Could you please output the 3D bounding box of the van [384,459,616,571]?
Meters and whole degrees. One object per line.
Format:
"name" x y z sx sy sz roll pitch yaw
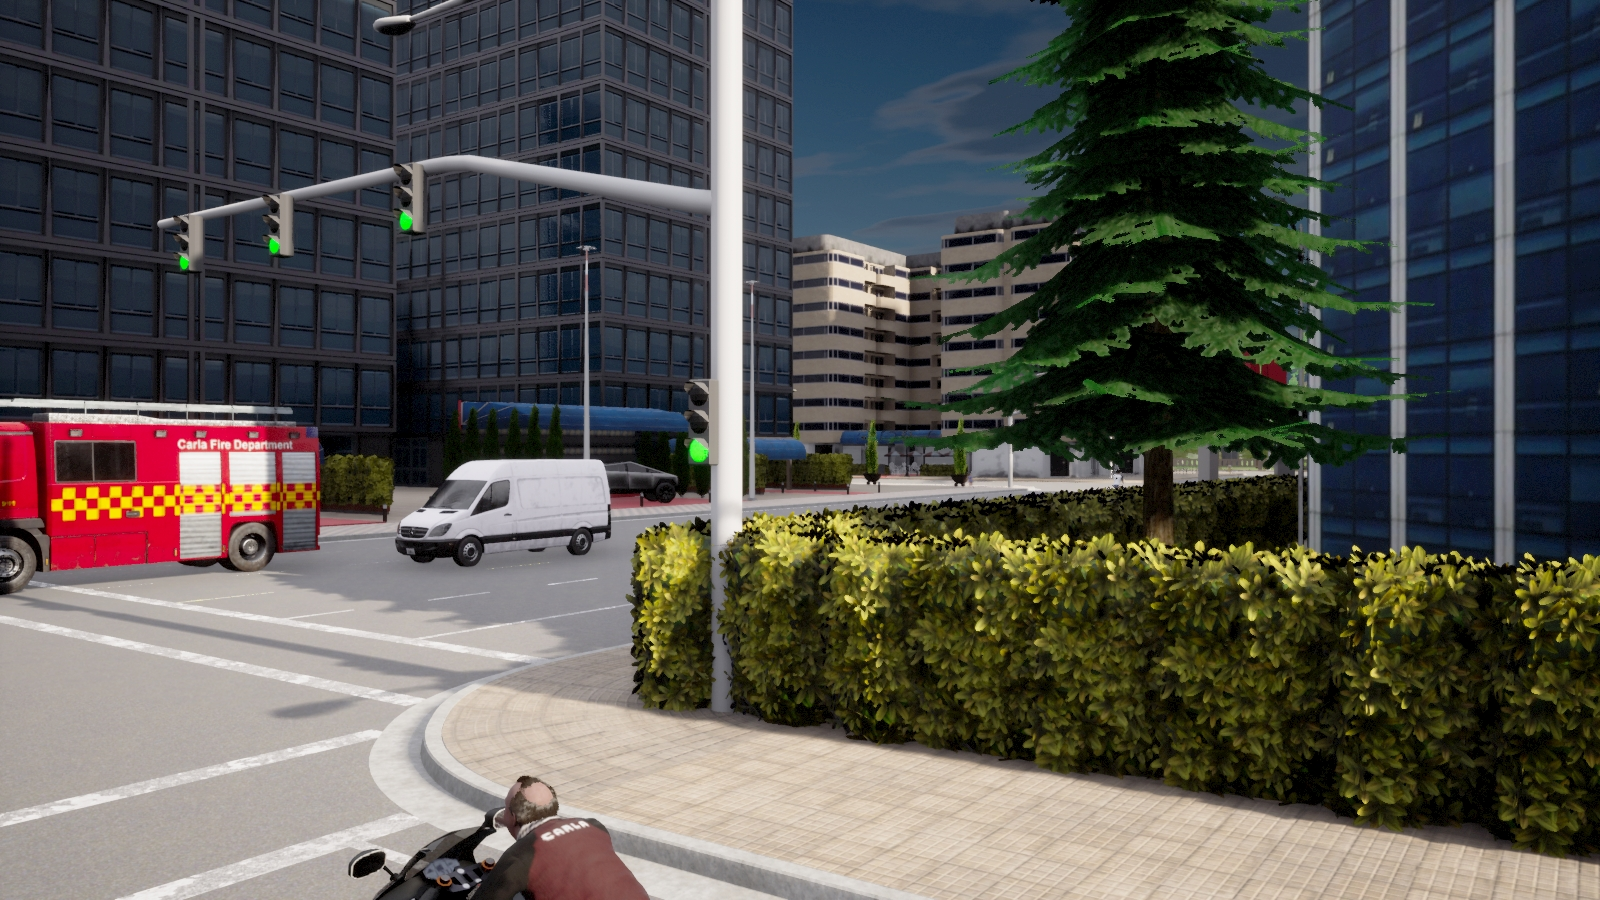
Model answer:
"van" -7.573 1.533 29.577 1.988 2.561 5.915 0 0 35

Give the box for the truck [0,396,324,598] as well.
"truck" -14.959 0.889 24.598 2.891 3.827 8.468 0 0 34

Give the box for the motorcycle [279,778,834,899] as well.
"motorcycle" -1.027 2.205 4.504 2.209 1.251 0.867 0 0 35

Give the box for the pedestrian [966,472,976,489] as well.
"pedestrian" 11.683 2.074 78.167 0.500 1.100 0.500 0 0 33

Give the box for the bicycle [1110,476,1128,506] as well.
"bicycle" 16.163 2.055 57.836 0.373 1.496 1.643 0 0 35
